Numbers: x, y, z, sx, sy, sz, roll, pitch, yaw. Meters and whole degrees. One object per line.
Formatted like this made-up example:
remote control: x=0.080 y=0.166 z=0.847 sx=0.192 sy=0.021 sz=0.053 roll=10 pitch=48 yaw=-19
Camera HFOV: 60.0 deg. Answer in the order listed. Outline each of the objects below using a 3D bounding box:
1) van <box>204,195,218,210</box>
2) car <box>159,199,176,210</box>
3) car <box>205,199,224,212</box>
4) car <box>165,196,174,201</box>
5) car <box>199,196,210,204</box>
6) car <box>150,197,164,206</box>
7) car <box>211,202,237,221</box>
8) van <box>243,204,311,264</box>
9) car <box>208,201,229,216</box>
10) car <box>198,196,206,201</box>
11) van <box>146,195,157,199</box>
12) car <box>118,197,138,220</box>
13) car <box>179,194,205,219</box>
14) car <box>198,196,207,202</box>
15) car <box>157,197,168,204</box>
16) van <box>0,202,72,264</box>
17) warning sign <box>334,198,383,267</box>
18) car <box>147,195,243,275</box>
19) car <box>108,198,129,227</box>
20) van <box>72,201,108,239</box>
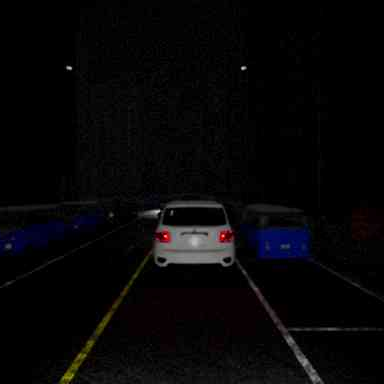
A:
van: x=2.597 y=1.391 z=45.404 sx=1.690 sy=1.788 sz=3.998 roll=0 pitch=0 yaw=0
car: x=-3.254 y=1.650 z=45.290 sx=1.895 sy=1.301 sz=4.718 roll=0 pitch=0 yaw=0
car: x=2.618 y=1.610 z=39.764 sx=1.947 sy=1.339 sz=4.313 roll=0 pitch=0 yaw=0
car: x=-6.093 y=1.653 z=90.497 sx=1.947 sy=1.339 sz=4.313 roll=0 pitch=0 yaw=0
car: x=2.515 y=1.617 z=67.967 sx=1.887 sy=1.381 sz=4.507 roll=0 pitch=0 yaw=0
car: x=-5.969 y=1.605 z=56.651 sx=1.887 sy=1.381 sz=4.507 roll=0 pitch=0 yaw=0
car: x=2.660 y=1.614 z=28.482 sx=1.802 sy=1.307 sz=4.206 roll=0 pitch=0 yaw=0
van: x=2.721 y=1.355 z=11.561 sx=1.690 sy=1.788 sz=3.998 roll=0 pitch=0 yaw=0
car: x=2.639 y=1.620 z=34.123 sx=1.802 sy=1.307 sz=4.206 roll=0 pitch=0 yaw=0
car: x=2.453 y=1.651 z=84.888 sx=1.947 sy=1.339 sz=4.313 roll=0 pitch=0 yaw=0
van: x=-5.949 y=1.396 z=51.011 sx=1.690 sy=1.788 sz=3.998 roll=0 pitch=0 yaw=0
car: x=-5.867 y=1.346 z=28.448 sx=2.192 sy=1.841 sz=5.009 roll=0 pitch=0 yaw=0
car: x=-0.024 y=1.254 z=30.525 sx=2.150 sy=2.045 sz=5.566 roll=0 pitch=0 yaw=0
car: x=2.474 y=1.632 z=79.248 sx=2.008 sy=1.369 sz=4.403 roll=0 pitch=0 yaw=0
car: x=-6.010 y=1.638 z=67.933 sx=1.947 sy=1.339 sz=4.313 roll=0 pitch=0 yaw=0
van: x=-5.805 y=1.354 z=11.525 sx=1.690 sy=1.788 sz=3.998 roll=0 pitch=0 yaw=0
warning sign: x=5.040 y=1.127 z=9.707 sx=1.300 sy=1.860 sz=1.060 roll=0 pitch=0 yaw=0
car: x=0.035 y=1.235 z=10.623 sx=2.150 sy=2.045 sz=5.566 roll=0 pitch=0 yaw=-1
car: x=-5.845 y=1.465 z=22.806 sx=1.967 sy=1.590 sz=4.097 roll=0 pitch=0 yaw=0
van: x=-5.825 y=1.360 z=17.165 sx=1.690 sy=1.788 sz=3.998 roll=0 pitch=0 yaw=0
